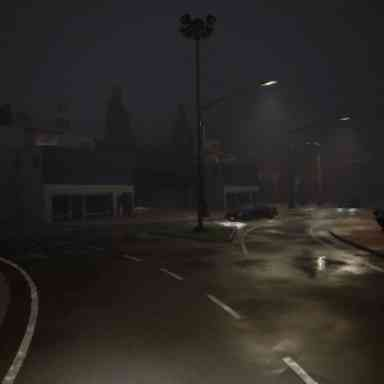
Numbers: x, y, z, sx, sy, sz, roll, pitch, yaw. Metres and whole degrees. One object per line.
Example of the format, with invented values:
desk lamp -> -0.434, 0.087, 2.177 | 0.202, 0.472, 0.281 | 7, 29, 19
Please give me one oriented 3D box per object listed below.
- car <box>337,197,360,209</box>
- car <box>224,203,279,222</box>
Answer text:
car -> 21.420, 1.461, 45.186 | 1.812, 1.442, 4.674 | -1, -1, 42
car -> 5.073, 1.639, 27.691 | 5.357, 1.411, 2.033 | -1, 0, -43
